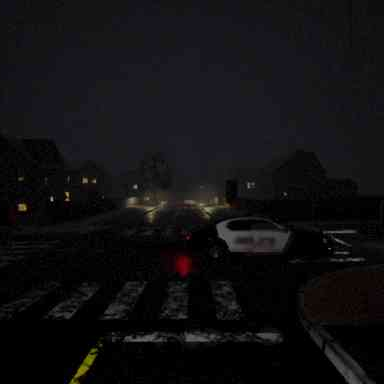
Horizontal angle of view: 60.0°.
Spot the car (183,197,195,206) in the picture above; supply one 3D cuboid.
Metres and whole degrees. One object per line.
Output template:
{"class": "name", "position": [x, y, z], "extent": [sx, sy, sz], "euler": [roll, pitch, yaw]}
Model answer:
{"class": "car", "position": [-0.529, 1.713, 56.834], "extent": [1.812, 1.442, 4.674], "euler": [0, 0, -1]}

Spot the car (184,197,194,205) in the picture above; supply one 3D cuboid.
{"class": "car", "position": [-0.686, 1.748, 66.862], "extent": [1.882, 1.535, 5.008], "euler": [0, -1, -2]}

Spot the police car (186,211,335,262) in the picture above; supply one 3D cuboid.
{"class": "police car", "position": [2.272, 1.501, 11.584], "extent": [4.974, 1.542, 2.038], "euler": [0, 1, 0]}
